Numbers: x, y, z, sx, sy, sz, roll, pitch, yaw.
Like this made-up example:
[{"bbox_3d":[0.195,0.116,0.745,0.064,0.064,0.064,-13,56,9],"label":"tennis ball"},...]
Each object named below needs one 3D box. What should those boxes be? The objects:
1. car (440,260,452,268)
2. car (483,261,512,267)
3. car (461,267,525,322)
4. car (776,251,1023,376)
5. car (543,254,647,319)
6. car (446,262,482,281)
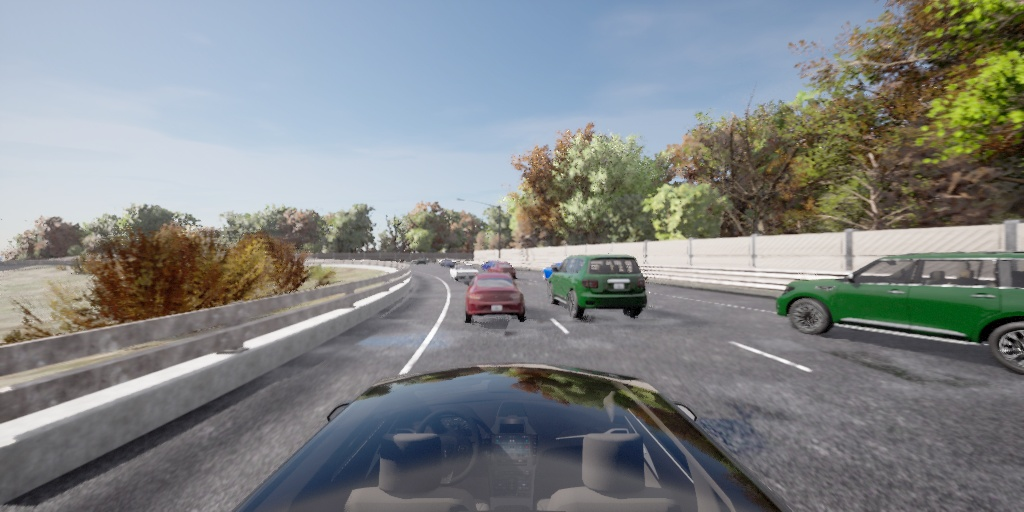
[{"bbox_3d":[-11.277,1.404,63.227,1.994,1.385,4.181,0,0,-28],"label":"car"},{"bbox_3d":[-0.966,1.301,31.806,1.812,1.442,4.674,0,0,-16],"label":"car"},{"bbox_3d":[-0.648,1.286,12.288,1.812,1.442,4.674,0,0,-6],"label":"car"},{"bbox_3d":[8.854,0.936,7.538,2.150,2.045,5.566,0,0,-18],"label":"car"},{"bbox_3d":[2.814,0.968,13.019,2.150,2.045,5.566,0,0,-6],"label":"car"},{"bbox_3d":[-4.088,1.388,30.100,1.895,1.301,4.718,0,0,-16],"label":"car"}]
